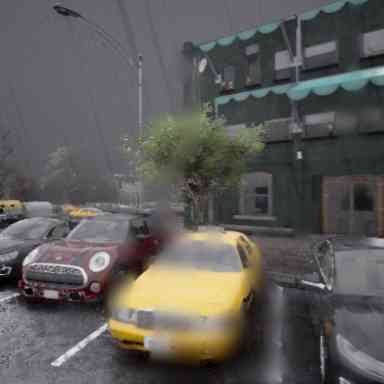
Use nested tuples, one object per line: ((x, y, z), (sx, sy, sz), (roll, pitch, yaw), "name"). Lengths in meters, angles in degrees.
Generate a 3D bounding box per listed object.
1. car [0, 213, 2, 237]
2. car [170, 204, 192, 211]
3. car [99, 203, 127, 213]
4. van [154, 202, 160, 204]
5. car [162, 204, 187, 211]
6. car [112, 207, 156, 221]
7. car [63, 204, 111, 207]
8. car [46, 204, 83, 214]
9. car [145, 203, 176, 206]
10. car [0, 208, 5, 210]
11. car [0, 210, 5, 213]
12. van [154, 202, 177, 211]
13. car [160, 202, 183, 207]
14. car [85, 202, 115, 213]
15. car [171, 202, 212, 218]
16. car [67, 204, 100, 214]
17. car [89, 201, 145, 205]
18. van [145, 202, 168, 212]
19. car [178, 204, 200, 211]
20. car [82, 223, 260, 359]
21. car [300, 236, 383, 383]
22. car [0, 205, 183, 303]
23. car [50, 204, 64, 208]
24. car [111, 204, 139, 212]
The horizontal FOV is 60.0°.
((-4.464, 1.495, 10.125), (2.231, 1.521, 4.892), (1, -1, 16), "car")
((-2.526, 3.609, 77.555), (4.792, 1.488, 2.163), (0, -2, 15), "car")
((-14.307, 2.820, 60.411), (4.553, 1.767, 2.185), (0, -2, 15), "car")
((-9.145, 2.991, 67.740), (4.442, 1.987, 1.878), (0, -2, 15), "van")
((-4.005, 3.485, 75.059), (5.366, 1.575, 1.946), (0, -2, 15), "car")
((-6.851, 2.560, 39.362), (4.674, 1.452, 2.002), (1, -1, 15), "car")
((-10.126, 2.315, 34.367), (5.366, 1.575, 1.946), (1, -2, 15), "car")
((-20.074, 2.646, 52.442), (5.366, 1.575, 1.946), (0, -2, 15), "car")
((-5.116, 2.615, 41.841), (5.008, 1.535, 2.097), (1, -1, 15), "car")
((-9.285, 1.246, 13.586), (2.435, 2.045, 5.566), (0, -1, 16), "car")
((-6.876, 1.535, 11.837), (2.002, 1.452, 4.674), (0, -1, 15), "car")
((-5.763, 3.172, 72.639), (4.442, 1.987, 1.878), (0, -2, 15), "van")
((-1.702, 2.671, 46.798), (4.553, 1.767, 2.185), (1, -1, 15), "car")
((-16.060, 2.729, 57.988), (4.553, 1.767, 2.185), (0, -2, 15), "car")
((0.018, 2.636, 49.255), (5.566, 2.045, 2.435), (1, -1, 15), "car")
((-17.934, 2.781, 55.184), (4.792, 1.488, 2.163), (0, -2, 15), "car")
((-8.541, 2.170, 36.896), (5.566, 2.045, 2.435), (1, -1, 15), "car")
((-7.454, 3.081, 70.189), (4.442, 1.987, 1.878), (0, -2, 15), "van")
((-0.777, 3.699, 79.995), (4.792, 1.488, 2.163), (0, -2, 15), "car")
((0.311, 1.484, 6.508), (1.946, 1.575, 5.366), (1, -1, 15), "car")
((2.759, 1.489, 4.975), (2.231, 1.521, 4.892), (1, -1, 16), "car")
((-2.045, 1.366, 8.435), (2.185, 1.767, 4.553), (1, -1, 16), "car")
((-21.821, 2.546, 49.609), (4.892, 1.521, 2.231), (0, -2, 15), "car")
((-12.646, 3.076, 62.868), (4.674, 1.452, 2.002), (0, -2, 15), "car")
